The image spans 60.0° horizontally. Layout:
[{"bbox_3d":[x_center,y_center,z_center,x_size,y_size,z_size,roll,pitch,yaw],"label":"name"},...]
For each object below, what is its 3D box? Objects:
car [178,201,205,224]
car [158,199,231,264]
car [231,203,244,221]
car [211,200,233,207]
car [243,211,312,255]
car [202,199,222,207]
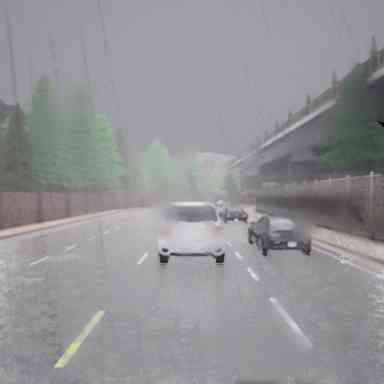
[{"bbox_3d":[-0.004,1.663,28.423,2.097,1.767,4.553,0,-1,0],"label":"car"},{"bbox_3d":[0.001,1.363,12.562,2.150,2.045,5.566,0,0,0],"label":"car"},{"bbox_3d":[3.492,1.911,28.248,1.895,1.301,4.718,0,-1,0],"label":"car"},{"bbox_3d":[6.002,2.245,65.850,1.812,1.442,4.674,-1,-1,43],"label":"car"},{"bbox_3d":[3.516,1.679,13.896,1.812,1.442,4.674,0,0,0],"label":"car"},{"bbox_3d":[4.175,2.279,69.053,1.812,1.442,4.674,-1,-1,41],"label":"car"}]
